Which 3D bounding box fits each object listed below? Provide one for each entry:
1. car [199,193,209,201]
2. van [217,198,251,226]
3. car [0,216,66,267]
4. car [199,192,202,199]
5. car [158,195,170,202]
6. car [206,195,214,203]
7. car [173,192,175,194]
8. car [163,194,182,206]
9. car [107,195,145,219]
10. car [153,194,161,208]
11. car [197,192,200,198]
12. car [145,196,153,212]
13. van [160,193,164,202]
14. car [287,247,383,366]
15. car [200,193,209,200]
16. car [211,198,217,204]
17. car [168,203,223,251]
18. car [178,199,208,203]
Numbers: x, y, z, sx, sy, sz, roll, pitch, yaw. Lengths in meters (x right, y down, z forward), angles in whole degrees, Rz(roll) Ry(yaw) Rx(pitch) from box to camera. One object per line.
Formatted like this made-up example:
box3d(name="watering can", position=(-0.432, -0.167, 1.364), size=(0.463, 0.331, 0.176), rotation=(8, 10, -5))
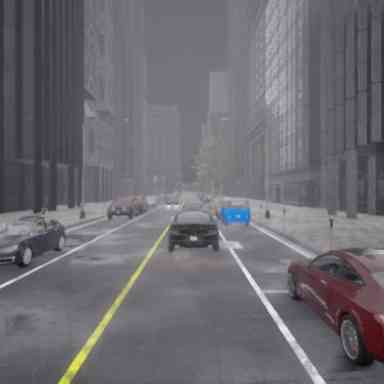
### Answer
box3d(name="car", position=(2.873, 1.094, 78.816), size=(2.192, 1.841, 5.009), rotation=(0, 0, 0))
box3d(name="van", position=(2.864, 1.291, 22.418), size=(1.690, 1.788, 3.998), rotation=(0, 0, 0))
box3d(name="car", position=(-5.665, 1.529, 11.163), size=(2.008, 1.369, 4.403), rotation=(0, 0, 0))
box3d(name="car", position=(2.871, 1.252, 61.897), size=(1.967, 1.590, 4.097), rotation=(0, 0, 0))
box3d(name="car", position=(-5.654, 1.364, 67.554), size=(1.947, 1.339, 4.313), rotation=(0, 0, 0))
box3d(name="car", position=(2.874, 1.413, 39.543), size=(1.752, 1.417, 4.829), rotation=(0, 0, 1))
box3d(name="car", position=(-5.652, 1.219, 78.832), size=(1.967, 1.590, 4.097), rotation=(0, 0, 0))
box3d(name="car", position=(-3.062, 1.403, 52.600), size=(1.994, 1.385, 4.181), rotation=(0, 0, 0))
box3d(name="car", position=(-5.660, 1.246, 28.082), size=(2.192, 1.841, 5.009), rotation=(0, 0, 0))
box3d(name="car", position=(-5.658, 1.394, 44.790), size=(1.752, 1.417, 4.829), rotation=(0, 0, 1))
box3d(name="car", position=(2.872, 1.103, 73.177), size=(2.192, 1.841, 5.009), rotation=(0, 0, 0))
box3d(name="car", position=(-5.659, 1.226, 33.722), size=(2.192, 1.841, 5.009), rotation=(0, 0, 0))
box3d(name="van", position=(-5.654, 1.153, 61.914), size=(1.690, 1.788, 3.998), rotation=(0, 0, 0))
box3d(name="car", position=(2.860, 1.572, 5.499), size=(1.802, 1.307, 4.206), rotation=(0, 0, 0))
box3d(name="car", position=(2.870, 1.268, 56.259), size=(1.967, 1.590, 4.097), rotation=(0, 0, 0))
box3d(name="car", position=(2.866, 1.456, 28.230), size=(1.752, 1.417, 4.829), rotation=(0, 0, 0))
box3d(name="car", position=(0.073, 1.449, 13.981), size=(1.882, 1.535, 5.008), rotation=(0, 0, 0))
box3d(name="car", position=(0.069, 1.533, 27.543), size=(1.895, 1.301, 4.718), rotation=(0, 0, 0))
